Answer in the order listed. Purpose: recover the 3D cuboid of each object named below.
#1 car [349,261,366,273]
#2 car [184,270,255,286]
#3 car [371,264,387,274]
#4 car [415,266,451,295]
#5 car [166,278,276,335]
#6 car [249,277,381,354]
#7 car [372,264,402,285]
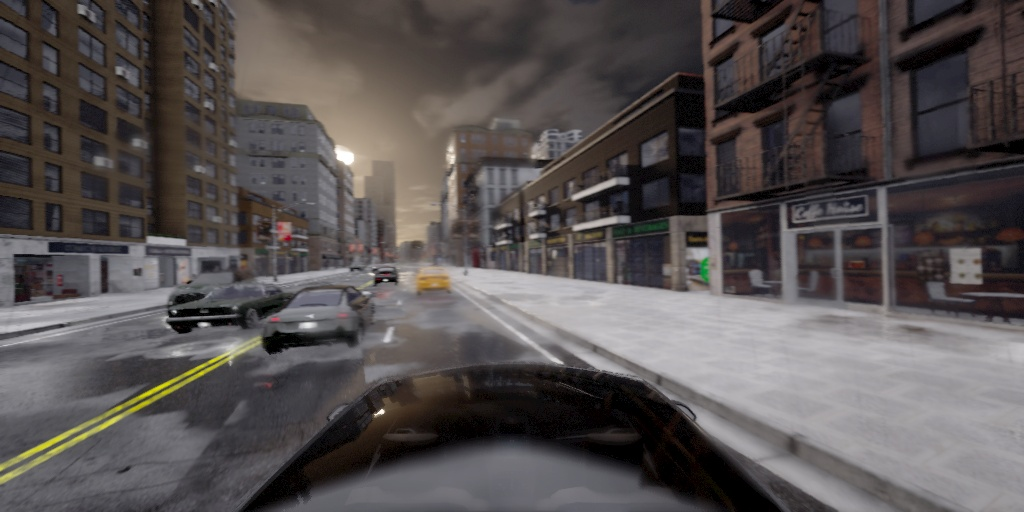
[{"bbox_3d":[-24.451,1.637,56.834,2.097,1.767,4.553,-1,0,-15],"label":"car"},{"bbox_3d":[-13.788,1.502,16.966,2.097,1.767,4.553,-1,0,-15],"label":"car"},{"bbox_3d":[-21.249,2.007,57.471,1.837,1.490,4.892,-1,-1,-15],"label":"car"},{"bbox_3d":[-4.859,1.424,21.976,1.882,1.535,5.008,-1,0,-15],"label":"car"},{"bbox_3d":[-9.094,1.616,12.061,1.895,1.301,4.718,-1,0,-15],"label":"car"},{"bbox_3d":[-4.844,1.464,9.548,1.994,1.385,4.181,-1,0,-15],"label":"car"},{"bbox_3d":[-10.281,1.615,29.691,1.837,1.490,4.892,-1,0,-15],"label":"car"}]
